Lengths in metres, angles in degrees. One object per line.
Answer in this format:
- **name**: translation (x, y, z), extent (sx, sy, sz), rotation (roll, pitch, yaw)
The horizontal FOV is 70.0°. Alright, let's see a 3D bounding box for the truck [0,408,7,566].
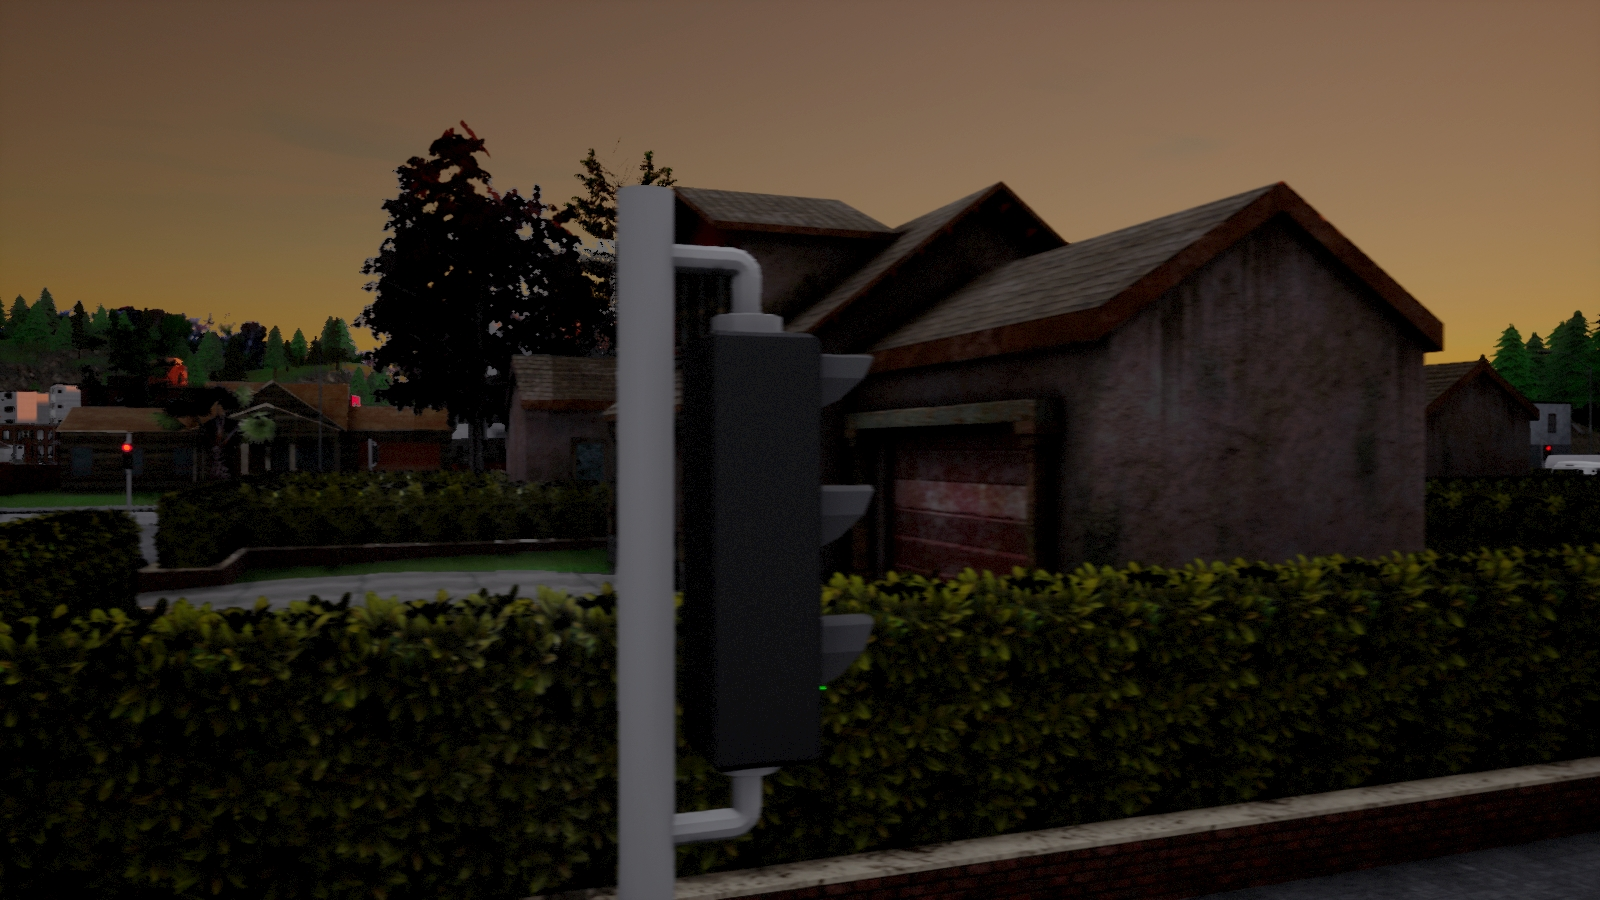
- **truck**: translation (-19.434, 0.896, 23.681), extent (2.891, 3.827, 8.468), rotation (0, 0, -20)

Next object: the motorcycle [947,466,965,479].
- **motorcycle**: translation (14.888, 2.154, 108.959), extent (0.803, 1.199, 2.033), rotation (0, 0, -20)
